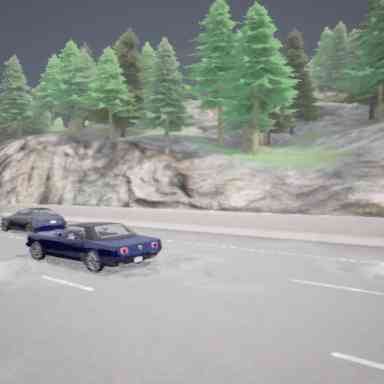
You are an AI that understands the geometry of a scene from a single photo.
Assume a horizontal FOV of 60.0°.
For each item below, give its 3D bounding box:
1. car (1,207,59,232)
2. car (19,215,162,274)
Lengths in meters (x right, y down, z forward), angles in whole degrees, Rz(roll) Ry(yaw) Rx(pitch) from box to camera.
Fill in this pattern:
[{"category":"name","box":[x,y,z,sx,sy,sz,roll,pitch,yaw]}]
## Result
[{"category":"car","box":[-9.121,1.585,19.112,4.181,1.385,1.994,0,0,36]},{"category":"car","box":[-3.316,1.610,10.668,4.718,1.301,1.895,0,0,36]}]
